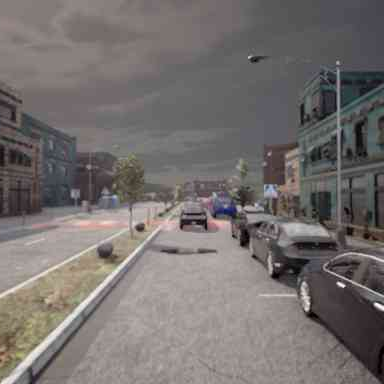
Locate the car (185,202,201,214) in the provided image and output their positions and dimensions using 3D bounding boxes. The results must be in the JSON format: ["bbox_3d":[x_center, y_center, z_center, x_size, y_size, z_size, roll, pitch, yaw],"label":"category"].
[{"bbox_3d":[0.116,1.894,41.254,1.895,1.301,4.718,0,0,0],"label":"car"}]

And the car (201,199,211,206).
[{"bbox_3d":[3.026,2.138,71.093,2.002,1.452,4.674,0,-1,0],"label":"car"}]

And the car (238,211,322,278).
[{"bbox_3d":[3.001,1.559,10.356,2.231,1.521,4.892,0,0,0],"label":"car"}]

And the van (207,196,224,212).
[{"bbox_3d":[3.015,1.567,43.486,1.878,1.987,4.442,0,0,0],"label":"van"}]

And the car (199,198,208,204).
[{"bbox_3d":[3.033,2.308,87.527,2.231,1.521,4.892,0,-1,0],"label":"car"}]

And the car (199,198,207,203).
[{"bbox_3d":[3.027,2.391,93.046,2.231,1.521,4.892,0,-1,0],"label":"car"}]

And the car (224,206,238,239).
[{"bbox_3d":[3.003,1.626,15.913,2.163,1.488,4.792,0,0,0],"label":"car"}]

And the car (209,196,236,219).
[{"bbox_3d":[3.010,1.453,32.355,2.435,2.045,5.566,0,0,0],"label":"car"}]

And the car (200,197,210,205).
[{"bbox_3d":[3.029,2.041,76.588,2.185,1.767,4.553,0,-1,0],"label":"car"}]

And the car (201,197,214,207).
[{"bbox_3d":[3.024,1.902,65.419,2.185,1.767,4.553,0,-1,0],"label":"car"}]

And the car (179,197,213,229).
[{"bbox_3d":[0.111,1.537,23.270,2.128,1.511,4.902,0,5,0],"label":"car"}]

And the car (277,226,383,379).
[{"bbox_3d":[2.998,1.518,4.709,2.231,1.521,4.892,0,0,0],"label":"car"}]

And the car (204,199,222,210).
[{"bbox_3d":[3.018,1.845,48.881,2.231,1.521,4.892,0,-1,0],"label":"car"}]

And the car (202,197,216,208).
[{"bbox_3d":[3.021,1.837,59.898,2.185,1.767,4.553,0,-1,0],"label":"car"}]
